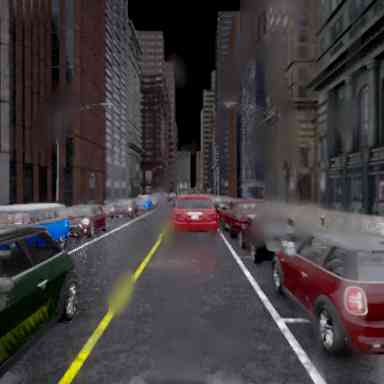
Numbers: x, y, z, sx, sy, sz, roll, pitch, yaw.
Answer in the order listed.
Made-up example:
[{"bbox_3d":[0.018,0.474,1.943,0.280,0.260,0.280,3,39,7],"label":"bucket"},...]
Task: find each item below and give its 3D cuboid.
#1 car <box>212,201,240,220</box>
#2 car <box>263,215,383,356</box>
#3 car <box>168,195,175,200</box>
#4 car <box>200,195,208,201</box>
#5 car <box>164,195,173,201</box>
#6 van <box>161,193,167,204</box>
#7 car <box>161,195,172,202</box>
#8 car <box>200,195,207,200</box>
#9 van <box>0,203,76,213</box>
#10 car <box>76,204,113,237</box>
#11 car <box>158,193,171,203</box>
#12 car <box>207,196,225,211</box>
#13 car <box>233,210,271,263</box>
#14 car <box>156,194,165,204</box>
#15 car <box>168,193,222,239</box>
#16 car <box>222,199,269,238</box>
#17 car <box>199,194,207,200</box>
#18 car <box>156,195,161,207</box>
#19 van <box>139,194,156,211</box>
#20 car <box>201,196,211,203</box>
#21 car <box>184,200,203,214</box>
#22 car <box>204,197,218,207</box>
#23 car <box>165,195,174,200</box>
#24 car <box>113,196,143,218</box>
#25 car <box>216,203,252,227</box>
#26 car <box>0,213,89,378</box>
[{"bbox_3d":[2.807,1.513,28.613,1.947,1.339,4.313,0,0,0],"label":"car"},{"bbox_3d":[2.769,1.429,6.067,1.967,1.590,4.097,0,0,0],"label":"car"},{"bbox_3d":[-5.614,1.438,90.622,1.802,1.307,4.206,0,0,0],"label":"car"},{"bbox_3d":[2.892,1.451,79.340,1.802,1.307,4.206,0,0,0],"label":"car"},{"bbox_3d":[-5.633,1.434,79.349,1.947,1.339,4.313,0,0,0],"label":"car"},{"bbox_3d":[-5.672,1.240,56.802,1.690,1.788,3.998,0,0,0],"label":"van"},{"bbox_3d":[-5.642,1.442,73.712,1.947,1.339,4.313,0,0,0],"label":"car"},{"bbox_3d":[2.901,1.444,84.977,1.802,1.307,4.206,0,0,0],"label":"car"},{"bbox_3d":[-5.747,1.319,11.709,1.690,1.788,3.998,0,0,0],"label":"van"},{"bbox_3d":[-5.737,1.407,17.346,1.967,1.590,4.097,0,0,0],"label":"car"},{"bbox_3d":[-5.653,1.199,68.075,2.192,1.841,5.009,0,0,0],"label":"car"},{"bbox_3d":[2.826,1.367,39.885,1.967,1.590,4.097,0,0,0],"label":"car"},{"bbox_3d":[2.779,1.544,11.704,1.947,1.339,4.313,0,0,0],"label":"car"},{"bbox_3d":[-5.680,1.458,51.165,2.008,1.369,4.403,0,0,0],"label":"car"},{"bbox_3d":[0.128,1.189,17.215,2.150,2.045,5.566,0,0,0],"label":"car"},{"bbox_3d":[2.787,1.283,17.340,2.192,1.841,5.009,0,0,0],"label":"car"},{"bbox_3d":[2.910,1.297,90.612,1.967,1.590,4.097,0,0,0],"label":"car"},{"bbox_3d":[-5.690,1.442,45.359,1.752,1.417,4.829,0,0,0],"label":"car"},{"bbox_3d":[-5.700,1.267,39.892,1.690,1.788,3.998,0,0,0],"label":"van"},{"bbox_3d":[2.873,1.466,68.067,1.802,1.307,4.206,0,0,0],"label":"car"},{"bbox_3d":[0.157,1.536,34.872,1.895,1.301,4.718,0,0,0],"label":"car"},{"bbox_3d":[2.845,1.474,51.158,1.947,1.339,4.313,0,0,0],"label":"car"},{"bbox_3d":[-5.624,1.412,84.985,2.008,1.369,4.403,0,0,0],"label":"car"},{"bbox_3d":[-5.718,1.386,28.619,1.967,1.590,4.097,0,0,0],"label":"car"},{"bbox_3d":[2.798,1.502,22.977,1.887,1.381,4.507,0,0,0],"label":"car"},{"bbox_3d":[-3.094,1.344,4.141,2.097,1.767,4.553,0,0,0],"label":"car"}]
